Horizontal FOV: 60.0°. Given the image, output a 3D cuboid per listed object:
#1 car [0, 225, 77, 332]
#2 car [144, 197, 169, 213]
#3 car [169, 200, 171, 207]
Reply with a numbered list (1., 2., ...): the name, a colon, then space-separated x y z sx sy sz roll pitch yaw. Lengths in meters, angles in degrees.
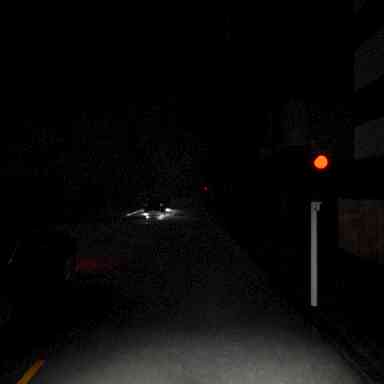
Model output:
1. car: -3.906 1.491 6.718 2.128 1.511 4.902 0 0 1
2. car: -4.117 1.352 37.612 2.097 1.767 4.553 0 0 0
3. car: -4.103 1.601 47.674 1.895 1.301 4.718 0 0 0
